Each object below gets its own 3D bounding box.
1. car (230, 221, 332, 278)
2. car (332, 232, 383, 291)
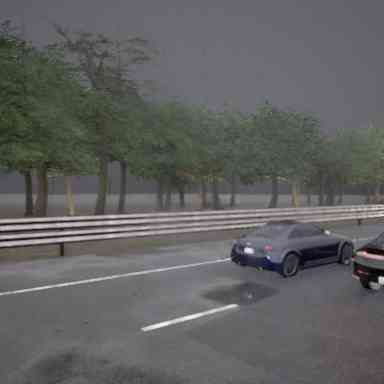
[{"bbox_3d":[3.206,1.593,10.329,4.181,1.385,1.994,0,0,-35],"label":"car"},{"bbox_3d":[5.742,1.522,7.839,4.902,1.511,2.128,0,0,-35],"label":"car"}]
